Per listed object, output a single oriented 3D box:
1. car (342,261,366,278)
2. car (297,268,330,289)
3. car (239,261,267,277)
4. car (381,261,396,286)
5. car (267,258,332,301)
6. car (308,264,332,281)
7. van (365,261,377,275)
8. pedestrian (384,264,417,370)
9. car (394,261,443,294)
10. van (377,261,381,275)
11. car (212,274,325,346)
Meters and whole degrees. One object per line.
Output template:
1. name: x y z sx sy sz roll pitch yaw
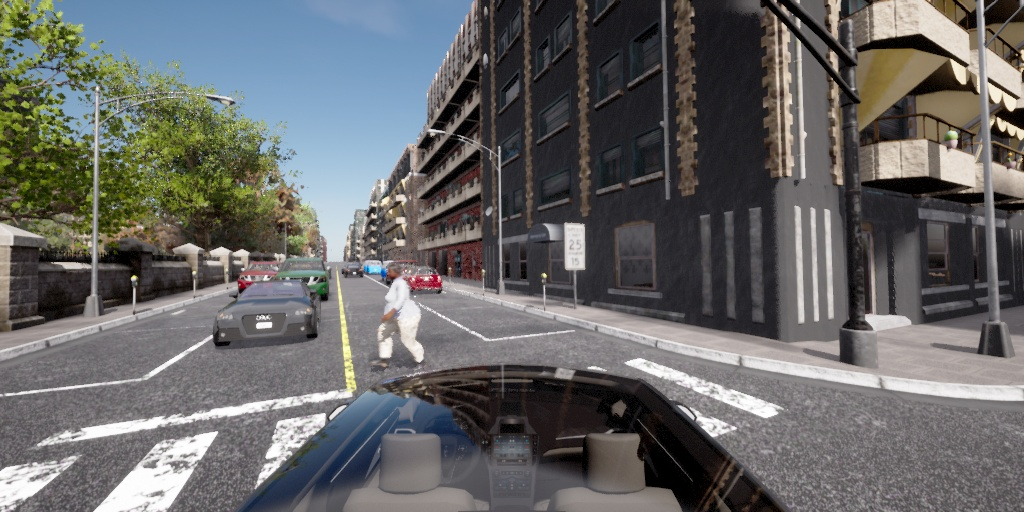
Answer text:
1. car: -17.360 1.622 39.290 1.812 1.442 4.674 0 -1 -26
2. car: -14.677 1.572 26.717 1.895 1.301 4.718 0 -1 -26
3. car: -15.434 1.251 22.366 2.192 1.841 5.009 0 0 -26
4. car: -7.913 1.246 26.065 2.192 1.841 5.009 0 0 -26
5. car: -10.339 1.093 17.876 2.150 2.045 5.566 0 -1 -26
6. car: -19.193 1.554 35.992 1.882 1.535 5.008 0 -1 -26
7. van: -17.665 1.497 45.890 1.690 1.789 3.998 0 0 -26
8. pedestrian: -1.893 1.019 6.077 0.375 1.860 0.375 1 -2 -26
9. car: -5.476 1.315 21.109 1.967 1.591 4.097 0 0 -26
10. van: -10.351 1.328 31.021 1.690 1.789 3.998 0 0 -26
11. car: -6.243 1.341 9.550 1.994 1.385 4.181 0 -1 -26
